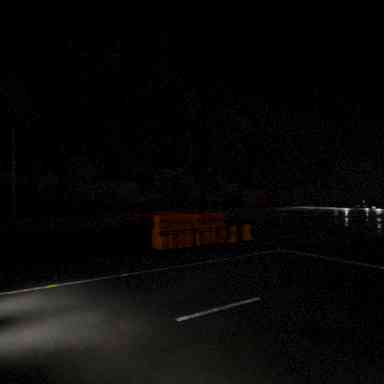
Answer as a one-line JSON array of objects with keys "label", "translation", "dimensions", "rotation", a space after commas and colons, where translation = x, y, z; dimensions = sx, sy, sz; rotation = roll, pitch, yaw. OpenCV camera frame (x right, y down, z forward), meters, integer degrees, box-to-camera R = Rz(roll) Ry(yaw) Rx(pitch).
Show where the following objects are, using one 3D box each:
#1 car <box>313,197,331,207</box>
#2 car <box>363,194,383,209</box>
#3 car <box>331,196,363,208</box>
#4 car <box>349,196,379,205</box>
[{"label": "car", "translation": [19.572, 1.432, 48.069], "dimensions": [4.718, 1.301, 1.895], "rotation": [0, 0, -35]}, {"label": "car", "translation": [24.586, 1.330, 43.048], "dimensions": [4.892, 1.490, 1.837], "rotation": [0, 0, -35]}, {"label": "car", "translation": [21.518, 1.336, 45.158], "dimensions": [4.892, 1.490, 1.837], "rotation": [0, 0, -35]}, {"label": "car", "translation": [28.035, 1.332, 54.076], "dimensions": [5.357, 1.411, 2.033], "rotation": [0, 0, -35]}]
